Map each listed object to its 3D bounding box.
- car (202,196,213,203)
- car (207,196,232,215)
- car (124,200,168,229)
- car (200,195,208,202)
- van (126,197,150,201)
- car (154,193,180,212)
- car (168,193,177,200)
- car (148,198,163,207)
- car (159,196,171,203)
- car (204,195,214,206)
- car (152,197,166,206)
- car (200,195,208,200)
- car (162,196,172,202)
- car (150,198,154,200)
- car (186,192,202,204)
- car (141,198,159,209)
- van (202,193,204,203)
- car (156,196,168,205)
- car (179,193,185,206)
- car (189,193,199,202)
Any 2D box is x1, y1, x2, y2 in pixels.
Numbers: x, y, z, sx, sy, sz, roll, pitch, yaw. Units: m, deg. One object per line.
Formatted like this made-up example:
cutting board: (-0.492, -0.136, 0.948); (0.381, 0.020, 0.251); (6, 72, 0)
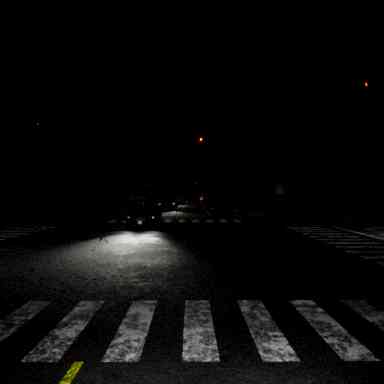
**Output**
car: (3.087, 1.551, 67.433); (2.008, 1.369, 4.403); (0, 0, 0)
car: (2.872, 1.442, 33.418); (1.967, 1.590, 4.097); (0, 0, 0)
car: (-2.977, 1.493, 21.553); (2.128, 1.511, 4.902); (0, 0, 0)
car: (2.846, 1.452, 79.604); (1.801, 1.575, 5.366); (0, 0, 0)
van: (-5.653, 1.343, 33.469); (1.690, 1.788, 3.998); (0, 0, 0)
car: (-2.858, 1.354, 39.359); (2.097, 1.767, 4.553); (0, 0, 0)
car: (-5.296, 1.306, 90.151); (2.192, 1.841, 5.009); (0, 0, 0)
car: (-5.546, 1.584, 50.474); (1.802, 1.307, 4.206); (0, 0, 0)
car: (-5.439, 1.566, 67.478); (1.947, 1.339, 4.313); (0, 0, 0)
car: (2.944, 1.443, 44.756); (1.967, 1.590, 4.097); (0, 0, 0)
car: (-5.510, 1.568, 56.142); (1.947, 1.339, 4.313); (0, 0, 0)
car: (3.230, 1.557, 90.110); (1.947, 1.339, 4.313); (0, 0, 0)
car: (-5.403, 1.542, 73.146); (1.887, 1.381, 4.507); (0, 0, 0)
car: (-5.617, 1.442, 39.137); (1.967, 1.590, 4.097); (0, 0, 0)
car: (0.395, 1.222, 63.440); (2.150, 2.045, 5.566); (0, 0, 0)
car: (-5.582, 1.568, 44.806); (1.947, 1.339, 4.313); (0, 0, 0)
van: (3.015, 1.343, 56.094); (1.690, 1.788, 3.998); (0, 0, 0)
car: (-5.476, 1.526, 61.640); (1.752, 1.417, 4.829); (0, 0, 0)
car: (-2.733, 1.480, 56.432); (1.882, 1.535, 5.008); (0, 0, 1)
car: (0.459, 1.185, 73.800); (2.097, 1.767, 4.553); (0, 0, 0)
